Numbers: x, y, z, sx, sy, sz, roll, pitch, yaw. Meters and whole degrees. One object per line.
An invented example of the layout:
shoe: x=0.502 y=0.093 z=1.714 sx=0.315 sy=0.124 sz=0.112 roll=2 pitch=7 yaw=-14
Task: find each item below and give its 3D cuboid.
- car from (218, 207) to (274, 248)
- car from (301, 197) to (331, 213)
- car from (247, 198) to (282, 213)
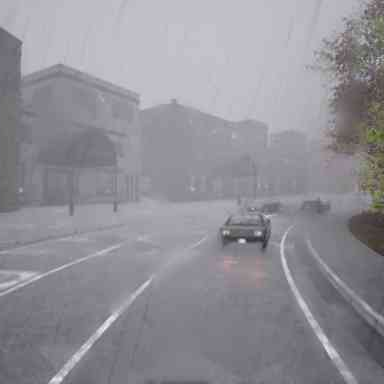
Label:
car: x=2.508 y=1.582 z=14.870 sx=1.895 sy=1.301 sz=4.718 roll=0 pitch=0 yaw=16
car: x=12.795 y=1.273 z=34.208 sx=1.837 sy=1.490 sz=4.892 roll=-1 pitch=0 yaw=38
car: x=7.265 y=1.358 z=33.155 sx=1.837 sy=1.490 sz=4.892 roll=-1 pitch=0 yaw=40
